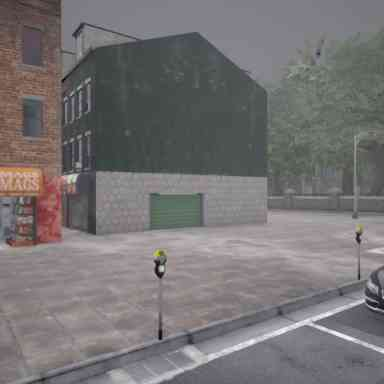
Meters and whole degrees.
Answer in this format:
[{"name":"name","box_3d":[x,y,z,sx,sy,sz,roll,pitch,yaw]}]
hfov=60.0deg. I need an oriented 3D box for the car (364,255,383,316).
[{"name":"car","box_3d":[5.046,1.551,6.424,4.403,1.369,2.008,0,0,-36]}]
